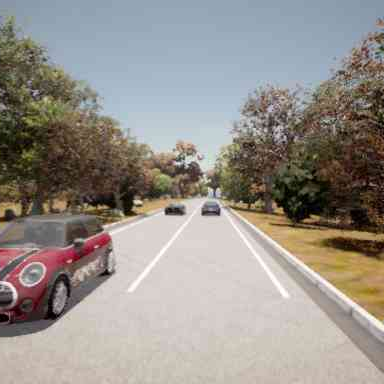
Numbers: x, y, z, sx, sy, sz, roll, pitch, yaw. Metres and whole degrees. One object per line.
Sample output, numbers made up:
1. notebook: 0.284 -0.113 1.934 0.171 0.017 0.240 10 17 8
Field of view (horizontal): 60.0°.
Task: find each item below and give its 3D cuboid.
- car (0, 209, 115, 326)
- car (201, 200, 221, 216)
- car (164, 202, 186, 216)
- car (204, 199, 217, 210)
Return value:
1. car: -3.263 1.327 7.308 2.097 1.767 4.553 1 0 3
2. car: 1.988 1.706 35.149 1.994 1.385 4.181 1 0 3
3. car: -1.674 1.686 34.270 1.895 1.301 4.718 1 0 4
4. car: 2.715 1.794 48.485 1.895 1.301 4.718 1 0 4
